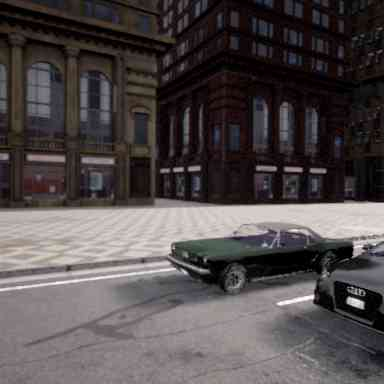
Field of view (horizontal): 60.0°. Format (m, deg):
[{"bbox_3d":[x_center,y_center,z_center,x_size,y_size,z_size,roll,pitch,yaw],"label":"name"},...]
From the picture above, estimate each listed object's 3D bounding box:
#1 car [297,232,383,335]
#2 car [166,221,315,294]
[{"bbox_3d":[4.209,1.495,5.977,4.181,1.385,1.994,0,1,-29],"label":"car"},{"bbox_3d":[1.789,1.448,8.353,4.718,1.301,1.895,0,1,-29],"label":"car"}]
